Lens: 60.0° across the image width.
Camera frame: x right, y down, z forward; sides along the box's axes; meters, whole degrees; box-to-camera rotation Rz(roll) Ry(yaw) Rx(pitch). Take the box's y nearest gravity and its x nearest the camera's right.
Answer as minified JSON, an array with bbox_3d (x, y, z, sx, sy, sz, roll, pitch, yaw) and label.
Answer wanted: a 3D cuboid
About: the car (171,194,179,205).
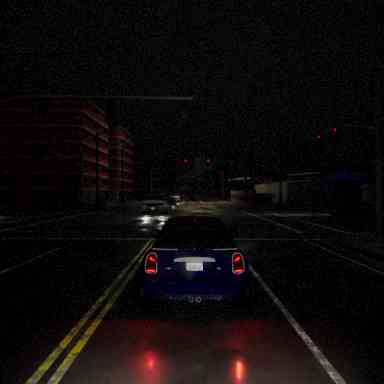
[{"bbox_3d":[-3.720,1.547,57.118,2.033,1.411,5.357,0,0,0],"label":"car"}]

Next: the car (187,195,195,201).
[{"bbox_3d":[-0.189,1.500,81.242,1.837,1.490,4.892,0,0,0],"label":"car"}]

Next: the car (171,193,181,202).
[{"bbox_3d":[-3.664,1.225,70.549,2.150,2.045,5.566,0,0,0],"label":"car"}]

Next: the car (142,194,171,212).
[{"bbox_3d":[-3.671,1.190,33.723,2.150,2.045,5.566,0,0,0],"label":"car"}]

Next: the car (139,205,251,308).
[{"bbox_3d":[0.056,1.352,8.074,2.097,1.767,4.553,0,0,0],"label":"car"}]

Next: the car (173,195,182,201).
[{"bbox_3d":[-3.699,1.540,85.472,2.033,1.411,5.357,0,0,0],"label":"car"}]

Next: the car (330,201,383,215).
[{"bbox_3d":[16.390,1.601,33.161,4.718,1.301,1.895,0,0,0],"label":"car"}]
